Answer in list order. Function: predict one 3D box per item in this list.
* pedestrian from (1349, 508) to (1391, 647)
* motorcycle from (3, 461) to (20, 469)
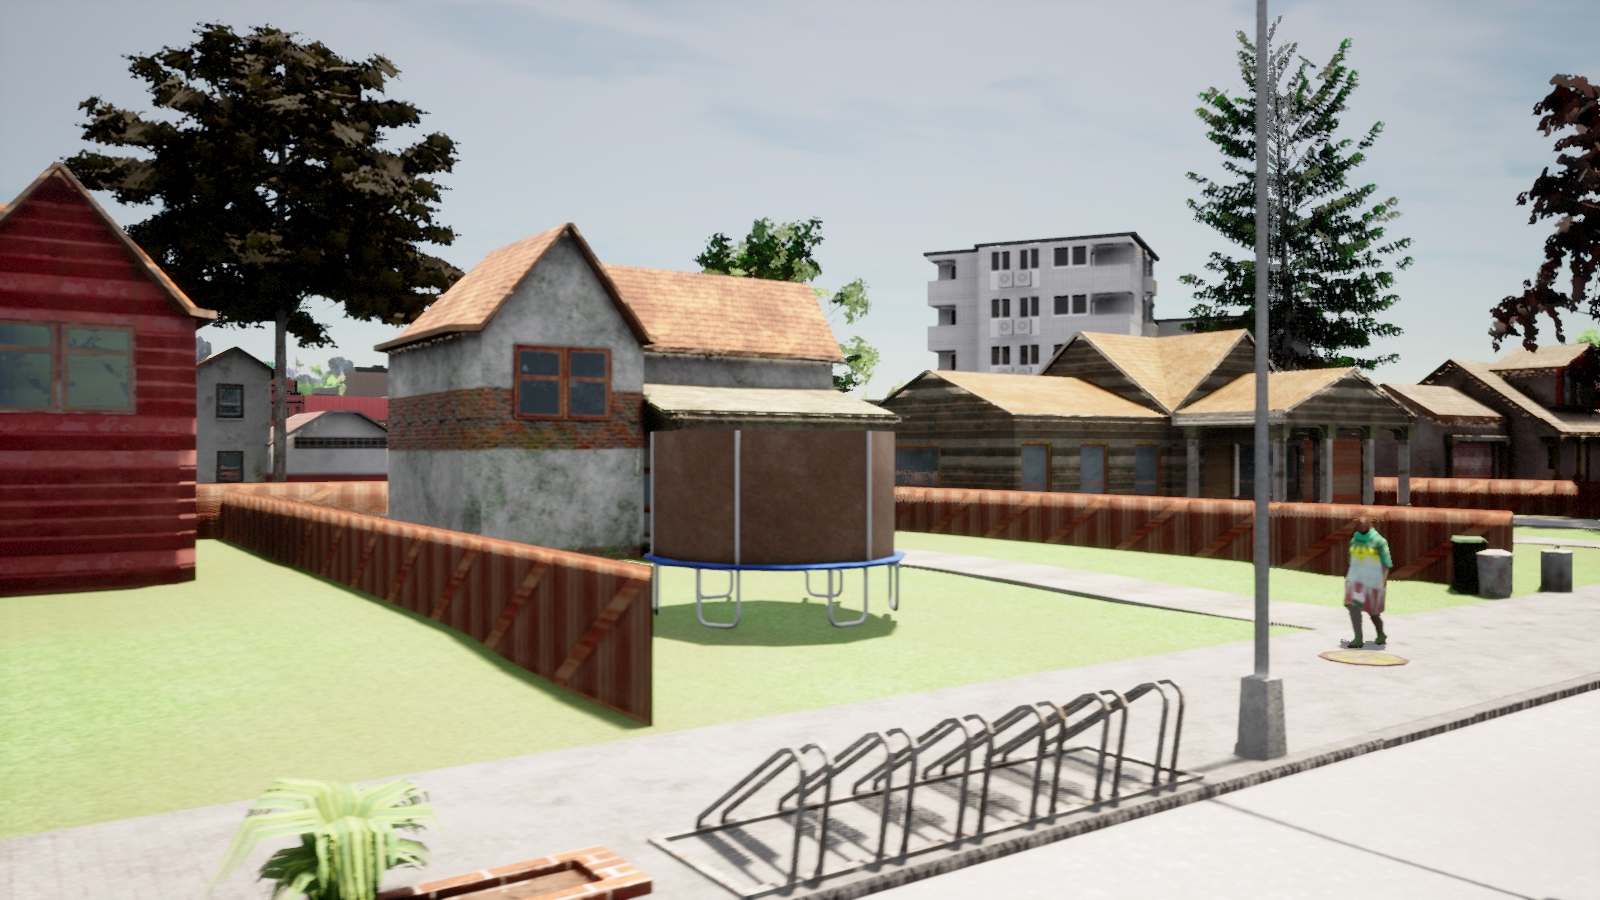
[{"bbox_3d":[7.854,1.743,15.747,0.375,1.860,0.375,0,0,-34],"label":"pedestrian"},{"bbox_3d":[-115.662,2.186,167.512,2.033,1.199,0.803,0,0,-35],"label":"motorcycle"}]
